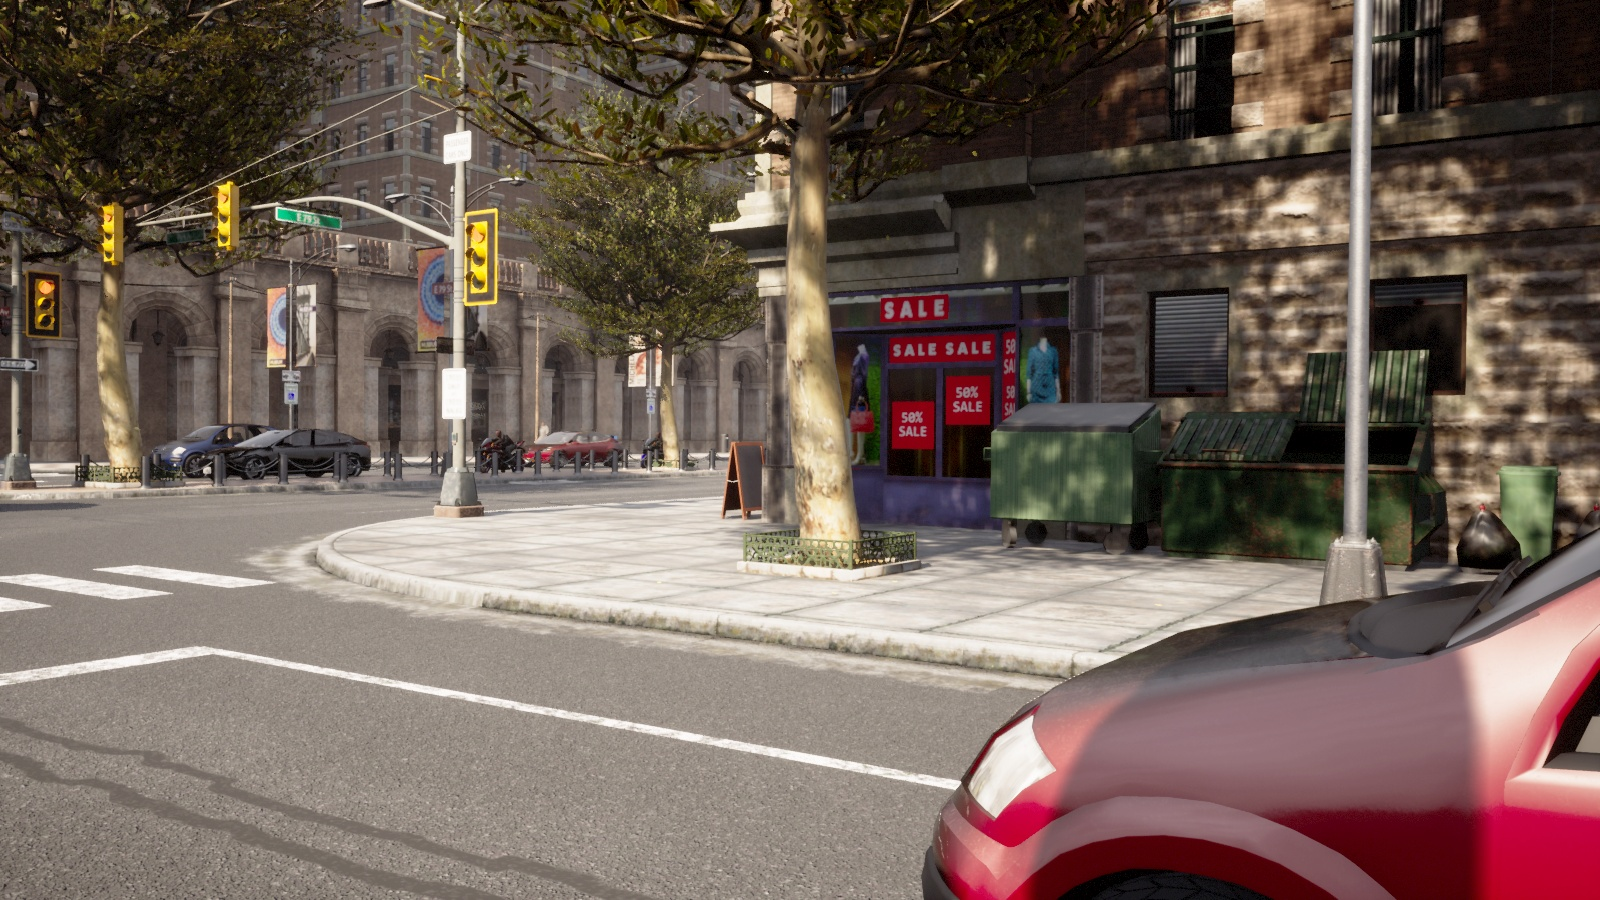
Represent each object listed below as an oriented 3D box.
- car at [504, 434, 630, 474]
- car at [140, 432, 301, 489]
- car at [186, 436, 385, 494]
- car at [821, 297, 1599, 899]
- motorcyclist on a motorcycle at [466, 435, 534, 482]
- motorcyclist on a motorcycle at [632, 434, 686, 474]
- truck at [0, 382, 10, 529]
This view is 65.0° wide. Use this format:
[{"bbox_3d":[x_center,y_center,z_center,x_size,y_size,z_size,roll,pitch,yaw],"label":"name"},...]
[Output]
[{"bbox_3d":[-9.189,0.132,49.944,2.163,1.488,4.792,0,1,34],"label":"car"},{"bbox_3d":[-17.354,0.271,37.773,1.851,1.617,3.988,0,1,35],"label":"car"},{"bbox_3d":[-14.508,0.375,35.676,2.163,1.488,4.792,0,1,35],"label":"car"},{"bbox_3d":[2.221,0.580,2.146,3.988,1.617,1.851,0,1,34],"label":"car"},{"bbox_3d":[-10.093,0.280,42.330,0.866,1.530,2.191,0,1,34],"label":"motorcyclist on a motorcycle"},{"bbox_3d":[-5.495,0.145,49.164,0.866,1.530,2.191,0,1,34],"label":"motorcyclist on a motorcycle"},{"bbox_3d":[-16.185,0.107,20.796,5.204,2.467,2.627,-1,1,-32],"label":"truck"}]
